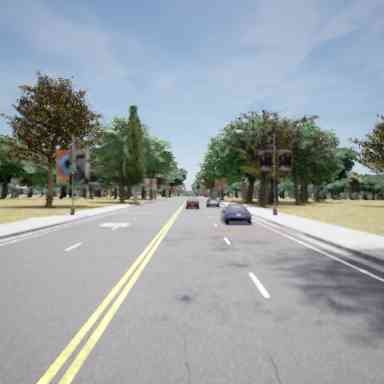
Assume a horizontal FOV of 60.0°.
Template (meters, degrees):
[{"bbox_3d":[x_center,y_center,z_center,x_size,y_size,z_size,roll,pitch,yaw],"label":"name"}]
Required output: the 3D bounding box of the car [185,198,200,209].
[{"bbox_3d":[0.090,1.570,47.227,1.882,1.535,5.008,0,0,0],"label":"car"}]

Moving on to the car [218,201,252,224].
[{"bbox_3d":[3.298,1.593,25.373,1.994,1.385,4.181,0,0,0],"label":"car"}]

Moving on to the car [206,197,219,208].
[{"bbox_3d":[3.245,1.546,51.859,2.033,1.649,4.856,0,0,0],"label":"car"}]

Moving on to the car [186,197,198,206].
[{"bbox_3d":[-0.013,1.701,60.341,2.033,1.411,5.357,0,0,0],"label":"car"}]
